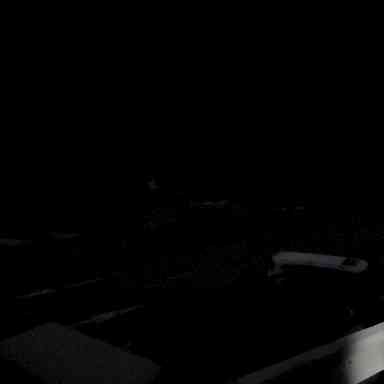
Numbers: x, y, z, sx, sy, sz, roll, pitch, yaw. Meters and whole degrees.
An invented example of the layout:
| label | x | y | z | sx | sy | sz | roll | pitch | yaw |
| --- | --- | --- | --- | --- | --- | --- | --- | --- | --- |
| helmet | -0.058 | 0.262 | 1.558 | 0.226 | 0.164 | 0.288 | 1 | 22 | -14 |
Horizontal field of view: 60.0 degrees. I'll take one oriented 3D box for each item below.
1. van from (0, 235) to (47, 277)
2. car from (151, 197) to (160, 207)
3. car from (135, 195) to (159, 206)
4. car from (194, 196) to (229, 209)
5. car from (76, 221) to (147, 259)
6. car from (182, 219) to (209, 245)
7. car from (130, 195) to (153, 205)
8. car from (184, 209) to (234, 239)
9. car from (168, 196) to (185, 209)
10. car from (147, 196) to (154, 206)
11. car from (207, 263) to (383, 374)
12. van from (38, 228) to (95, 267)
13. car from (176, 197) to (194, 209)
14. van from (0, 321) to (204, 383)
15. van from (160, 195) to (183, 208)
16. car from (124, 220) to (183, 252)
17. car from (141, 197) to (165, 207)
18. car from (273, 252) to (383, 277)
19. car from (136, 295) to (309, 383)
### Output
| label | x | y | z | sx | sy | sz | roll | pitch | yaw |
| --- | --- | --- | --- | --- | --- | --- | --- | --- | --- |
| van | -11.419 | 3.952 | 20.880 | 4.442 | 1.987 | 1.878 | -2 | 3 | 36 |
| car | -4.591 | 1.934 | 62.151 | 2.097 | 1.535 | 5.008 | -1 | 4 | 38 |
| car | -9.365 | 1.749 | 69.802 | 2.185 | 1.767 | 4.553 | -1 | 4 | 38 |
| car | 3.379 | 1.783 | 49.398 | 2.435 | 2.045 | 5.566 | -1 | 4 | 38 |
| car | -6.382 | 3.487 | 24.066 | 5.566 | 2.045 | 2.435 | -2 | 2 | 36 |
| car | -1.445 | 3.332 | 27.351 | 4.792 | 1.488 | 2.163 | -2 | 2 | 36 |
| car | -10.956 | 1.731 | 72.347 | 2.185 | 1.767 | 4.553 | -1 | 4 | 38 |
| car | 0.940 | 2.839 | 28.982 | 5.566 | 2.045 | 2.435 | -2 | 3 | 37 |
| car | -1.406 | 2.014 | 57.063 | 2.002 | 1.452 | 4.674 | -2 | 4 | 38 |
| car | -6.228 | 1.793 | 64.668 | 2.185 | 1.767 | 4.553 | -2 | 4 | 38 |
| car | 2.751 | 3.590 | 9.834 | 5.566 | 2.045 | 2.435 | -1 | 4 | 36 |
| van | -8.960 | 3.735 | 22.512 | 4.442 | 1.987 | 1.878 | -2 | 3 | 36 |
| car | 0.311 | 1.975 | 54.667 | 1.946 | 1.575 | 5.366 | -2 | 4 | 38 |
| van | -2.146 | 4.056 | 6.428 | 4.442 | 1.987 | 1.878 | -1 | 4 | 36 |
| van | -3.085 | 1.739 | 59.499 | 1.878 | 1.987 | 4.442 | -1 | 4 | 38 |
| car | -3.923 | 3.270 | 25.698 | 5.566 | 2.045 | 2.435 | -2 | 2 | 36 |
| car | -7.787 | 1.936 | 67.242 | 2.002 | 1.452 | 4.674 | -2 | 4 | 38 |
| car | 5.316 | 3.366 | 11.488 | 5.566 | 2.045 | 2.435 | -1 | 4 | 36 |
| car | 0.296 | 3.936 | 8.142 | 4.553 | 1.767 | 2.185 | -1 | 4 | 36 |
